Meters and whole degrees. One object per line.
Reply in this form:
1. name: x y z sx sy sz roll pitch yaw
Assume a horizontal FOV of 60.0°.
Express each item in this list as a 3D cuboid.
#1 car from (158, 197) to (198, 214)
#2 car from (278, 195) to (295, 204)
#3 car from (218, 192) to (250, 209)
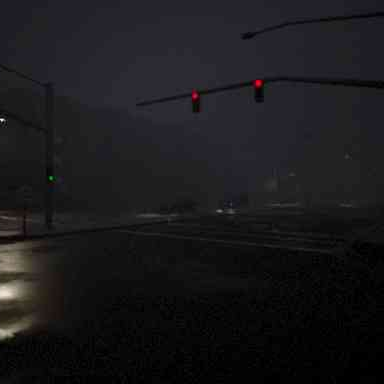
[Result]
1. car: -1.371 1.326 33.458 1.882 1.535 5.008 1 0 35
2. car: 16.880 1.341 59.350 2.128 1.511 4.902 1 0 35
3. car: 5.542 1.062 43.316 2.150 2.045 5.566 1 1 35
